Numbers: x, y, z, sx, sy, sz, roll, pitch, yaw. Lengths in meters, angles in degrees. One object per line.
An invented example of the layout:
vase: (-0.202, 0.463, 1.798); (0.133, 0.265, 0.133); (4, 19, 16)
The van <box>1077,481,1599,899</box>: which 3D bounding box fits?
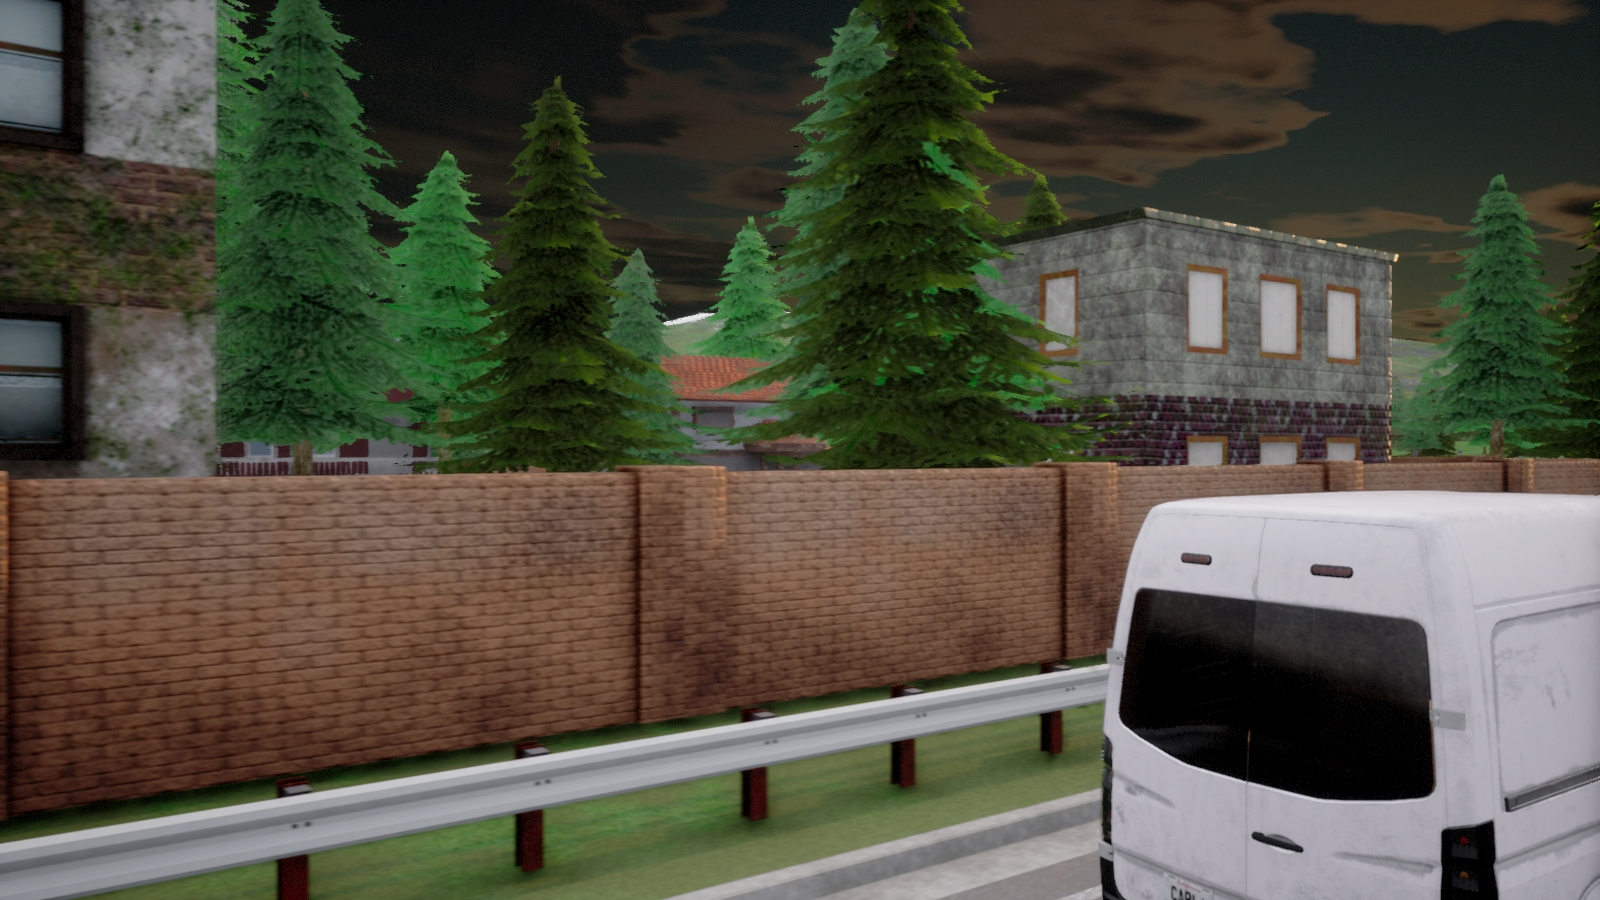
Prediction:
van: (4.453, 1.534, 6.905); (5.915, 2.561, 1.988); (0, 0, -35)
